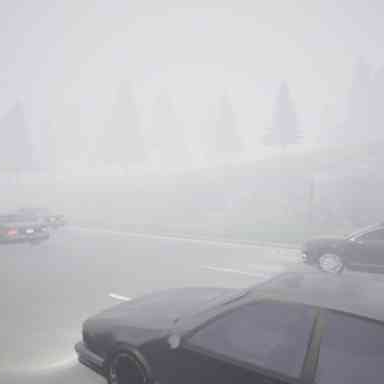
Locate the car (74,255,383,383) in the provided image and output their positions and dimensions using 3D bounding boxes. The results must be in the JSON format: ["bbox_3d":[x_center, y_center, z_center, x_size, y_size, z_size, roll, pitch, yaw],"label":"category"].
[{"bbox_3d":[1.207,1.549,3.132,5.357,1.411,2.033,0,0,36],"label":"car"}]

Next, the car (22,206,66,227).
[{"bbox_3d":[-9.687,1.573,19.895,5.357,1.411,2.033,0,0,38],"label":"car"}]

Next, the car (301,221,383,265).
[{"bbox_3d":[5.405,1.507,8.736,4.892,1.490,1.837,0,0,36],"label":"car"}]

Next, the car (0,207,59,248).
[{"bbox_3d":[-8.283,1.567,14.413,5.357,1.411,2.033,0,0,37],"label":"car"}]
